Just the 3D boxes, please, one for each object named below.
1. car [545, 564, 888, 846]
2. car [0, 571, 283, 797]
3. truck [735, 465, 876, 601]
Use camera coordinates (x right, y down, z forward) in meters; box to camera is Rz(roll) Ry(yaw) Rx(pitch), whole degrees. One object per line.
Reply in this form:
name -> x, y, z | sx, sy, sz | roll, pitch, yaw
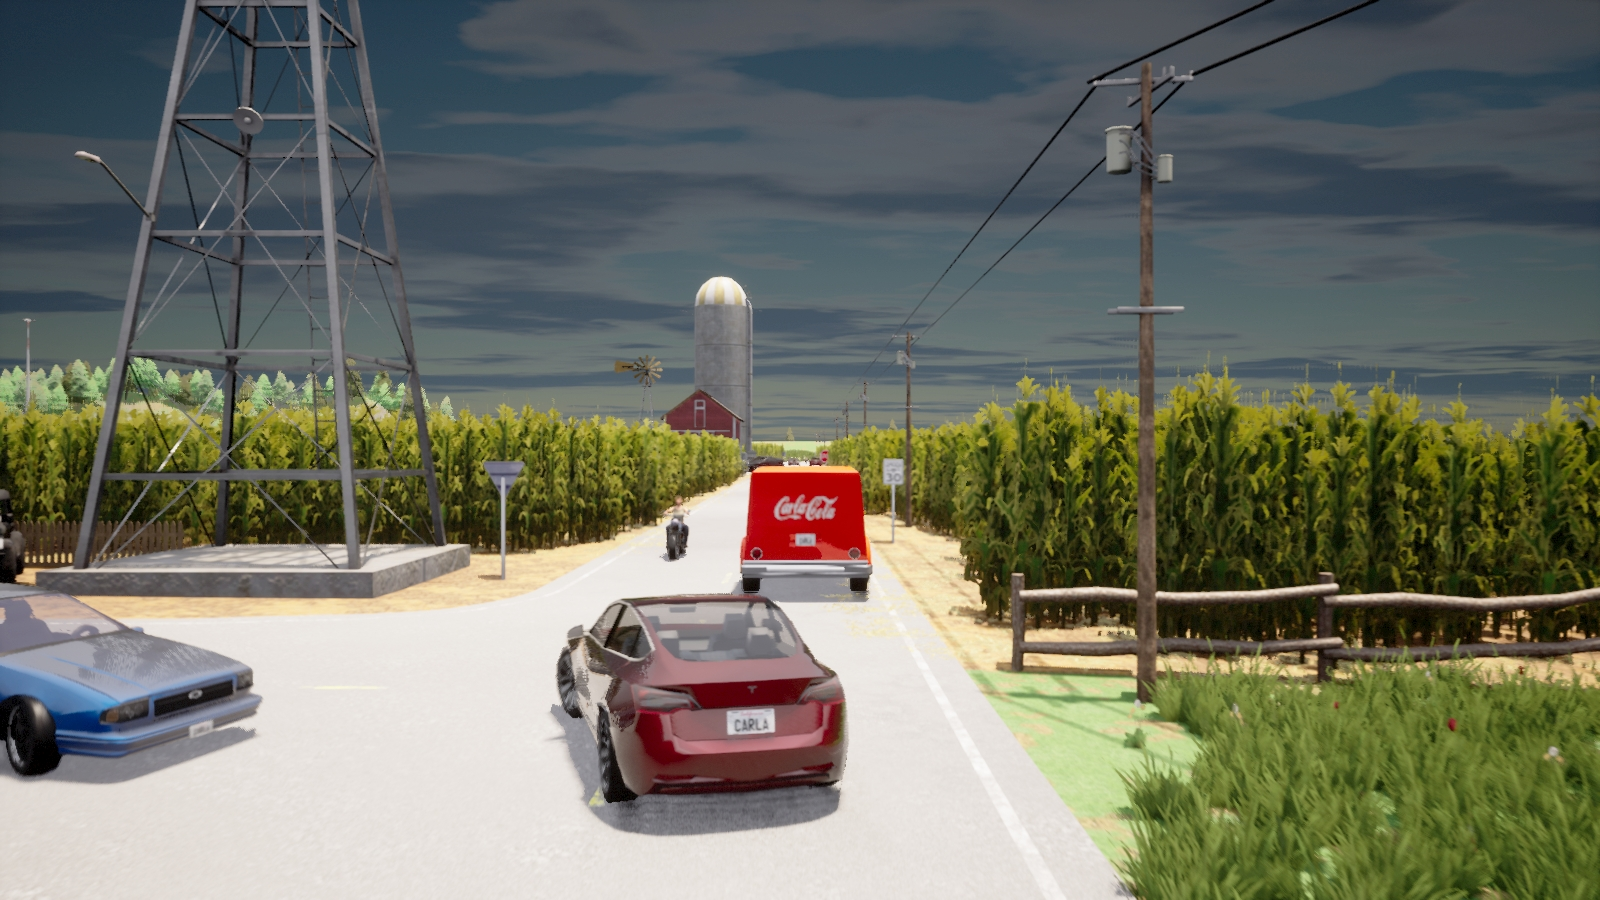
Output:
car -> -1.074, 2.054, 10.655 | 2.163, 1.488, 4.792 | 1, 0, -17
car -> -7.975, 2.023, 10.949 | 5.357, 1.411, 2.033 | 2, 0, 14
truck -> 0.101, 1.577, 23.852 | 2.627, 2.467, 5.204 | 0, 0, 0
